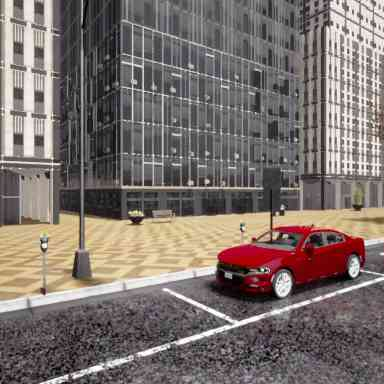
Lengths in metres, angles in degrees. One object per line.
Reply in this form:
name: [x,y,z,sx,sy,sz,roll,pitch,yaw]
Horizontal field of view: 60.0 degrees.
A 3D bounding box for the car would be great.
car: [2.606,1.545,8.422,4.507,1.381,1.887,0,0,-36]
